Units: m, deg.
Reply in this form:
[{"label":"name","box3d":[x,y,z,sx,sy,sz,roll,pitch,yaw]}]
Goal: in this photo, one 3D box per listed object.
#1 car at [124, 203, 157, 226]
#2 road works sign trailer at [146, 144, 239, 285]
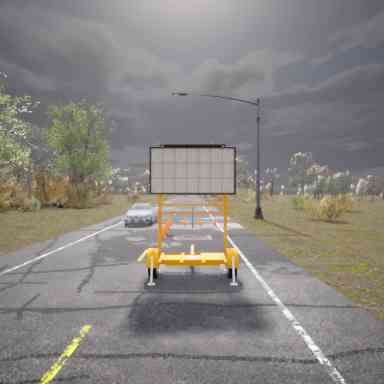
[{"label":"car","box3d":[-3.562,1.532,23.690,1.812,1.442,4.674,0,0,0]},{"label":"road works sign trailer","box3d":[0.017,0.466,9.436,2.380,3.560,2.880,0,0,0]}]
